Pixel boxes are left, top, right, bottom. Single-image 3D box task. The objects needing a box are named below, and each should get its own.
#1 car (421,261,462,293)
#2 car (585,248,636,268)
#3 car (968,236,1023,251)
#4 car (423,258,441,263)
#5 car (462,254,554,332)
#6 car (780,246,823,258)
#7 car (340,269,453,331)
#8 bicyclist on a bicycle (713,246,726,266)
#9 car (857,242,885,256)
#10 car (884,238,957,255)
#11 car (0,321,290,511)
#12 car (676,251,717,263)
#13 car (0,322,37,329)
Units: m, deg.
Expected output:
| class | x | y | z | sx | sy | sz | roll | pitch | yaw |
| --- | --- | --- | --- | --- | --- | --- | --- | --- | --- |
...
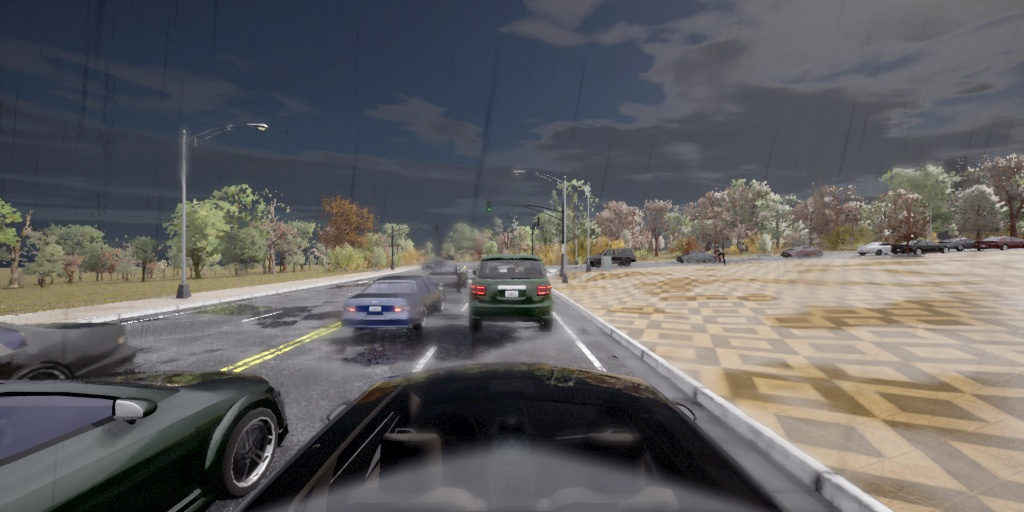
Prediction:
| class | x | y | z | sx | sy | sz | roll | pitch | yaw |
| --- | --- | --- | --- | --- | --- | --- | --- | --- | --- |
| car | -3.624 | 1.257 | 20.771 | 2.128 | 1.511 | 4.902 | 0 | 0 | 0 |
| car | 11.182 | 0.219 | 40.726 | 5.566 | 2.045 | 2.150 | -3 | 0 | -3 |
| car | 51.156 | -1.316 | 37.365 | 5.008 | 1.535 | 1.882 | -3 | 0 | -7 |
| car | -12.545 | 1.406 | 54.750 | 1.994 | 1.385 | 4.181 | 0 | 0 | -5 |
| car | -0.063 | 0.977 | 11.020 | 2.150 | 2.045 | 5.566 | 0 | 0 | -1 |
| car | 34.070 | -0.478 | 42.222 | 4.181 | 1.385 | 1.994 | -3 | 0 | -5 |
| car | -3.311 | 1.303 | 11.022 | 2.033 | 1.411 | 5.357 | 0 | 0 | -1 |
| bicyclist on a bicycle | 17.399 | 0.004 | 30.125 | 0.582 | 1.620 | 1.656 | -2 | 0 | -3 |
| car | 40.574 | -0.805 | 39.431 | 4.674 | 1.442 | 1.812 | -3 | 0 | -6 |
| car | 41.237 | -0.879 | 36.232 | 5.008 | 1.535 | 1.882 | -3 | 0 | -5 |
| car | -3.173 | 1.314 | 1.800 | 1.994 | 1.385 | 4.181 | 0 | 0 | 0 |
| car | 21.210 | 0.104 | 41.265 | 4.181 | 1.385 | 1.994 | -3 | 0 | -3 |
| car | -6.623 | 1.298 | 3.022 | 2.033 | 1.411 | 5.357 | 0 | 0 | 0 |
